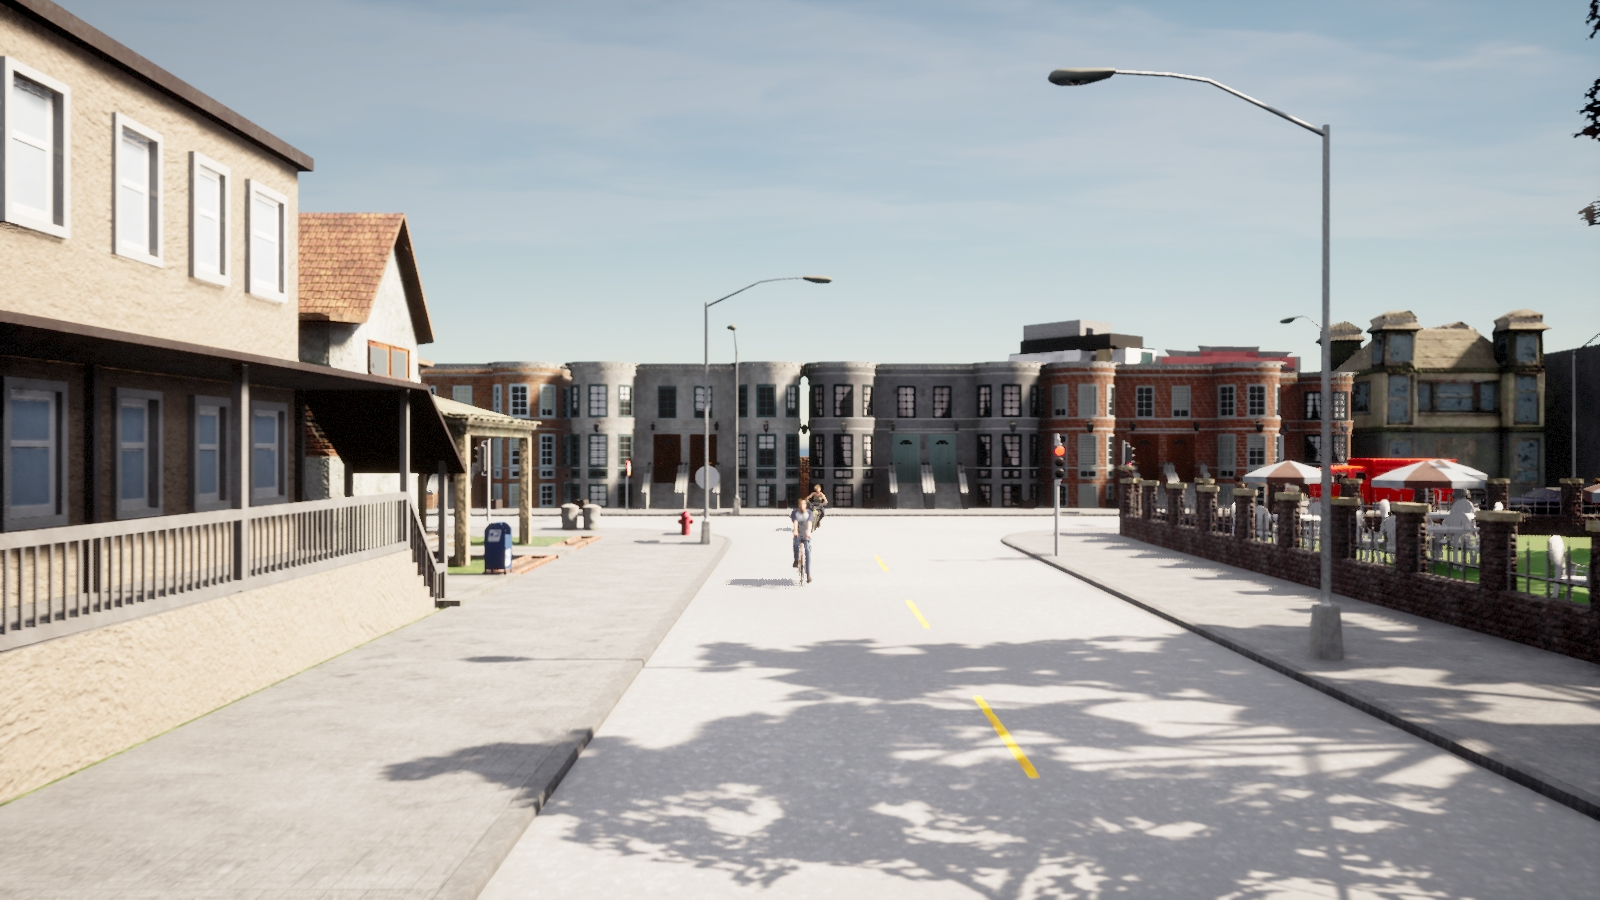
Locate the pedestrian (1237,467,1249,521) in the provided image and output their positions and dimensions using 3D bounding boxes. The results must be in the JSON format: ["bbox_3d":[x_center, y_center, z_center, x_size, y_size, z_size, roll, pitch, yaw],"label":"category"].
[{"bbox_3d":[15.296,1.518,39.456,0.375,1.860,0.375,0,0,17],"label":"pedestrian"}]

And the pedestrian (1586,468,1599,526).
[{"bbox_3d":[25.977,1.523,37.310,0.375,1.860,0.375,0,0,0],"label":"pedestrian"}]

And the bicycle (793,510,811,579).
[{"bbox_3d":[0.045,1.936,23.666,0.373,1.296,1.643,0,0,0],"label":"bicycle"}]

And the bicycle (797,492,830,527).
[{"bbox_3d":[0.476,2.036,39.387,0.859,1.080,1.487,5,1,7],"label":"bicycle"}]

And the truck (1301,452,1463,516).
[{"bbox_3d":[23.382,1.345,46.073,5.204,2.467,2.627,0,0,0],"label":"truck"}]
